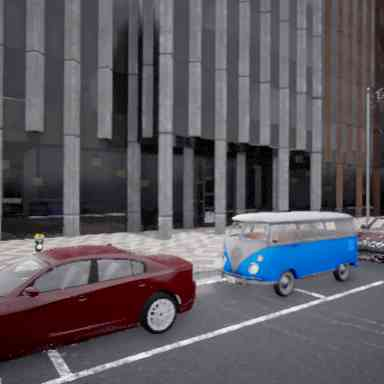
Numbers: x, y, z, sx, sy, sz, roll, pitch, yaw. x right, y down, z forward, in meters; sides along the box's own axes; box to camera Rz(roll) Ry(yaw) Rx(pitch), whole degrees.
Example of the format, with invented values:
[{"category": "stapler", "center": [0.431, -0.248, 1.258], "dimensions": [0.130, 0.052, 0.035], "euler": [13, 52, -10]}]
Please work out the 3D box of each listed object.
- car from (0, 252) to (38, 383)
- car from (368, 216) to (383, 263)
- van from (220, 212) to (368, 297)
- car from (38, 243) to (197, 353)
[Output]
[{"category": "car", "center": [-3.623, 1.195, 0.792], "dimensions": [5.566, 2.045, 2.150], "euler": [1, 0, -36]}, {"category": "car", "center": [7.154, 1.570, 11.771], "dimensions": [4.097, 1.590, 1.967], "euler": [1, -1, -36]}, {"category": "van", "center": [2.569, 1.413, 8.494], "dimensions": [3.998, 1.788, 1.690], "euler": [1, -1, -36]}, {"category": "car", "center": [-2.018, 1.558, 5.214], "dimensions": [4.507, 1.381, 1.887], "euler": [1, -1, -36]}]
